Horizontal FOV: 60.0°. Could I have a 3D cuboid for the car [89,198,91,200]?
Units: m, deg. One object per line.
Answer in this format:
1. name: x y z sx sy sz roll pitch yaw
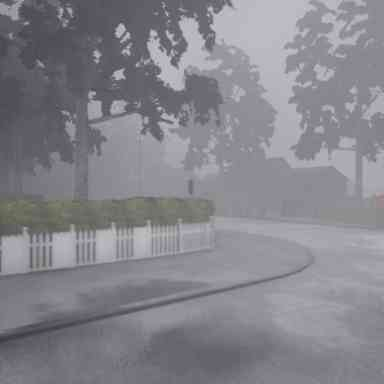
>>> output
1. car: -14.614 1.546 45.894 1.837 1.490 4.892 0 0 -35
